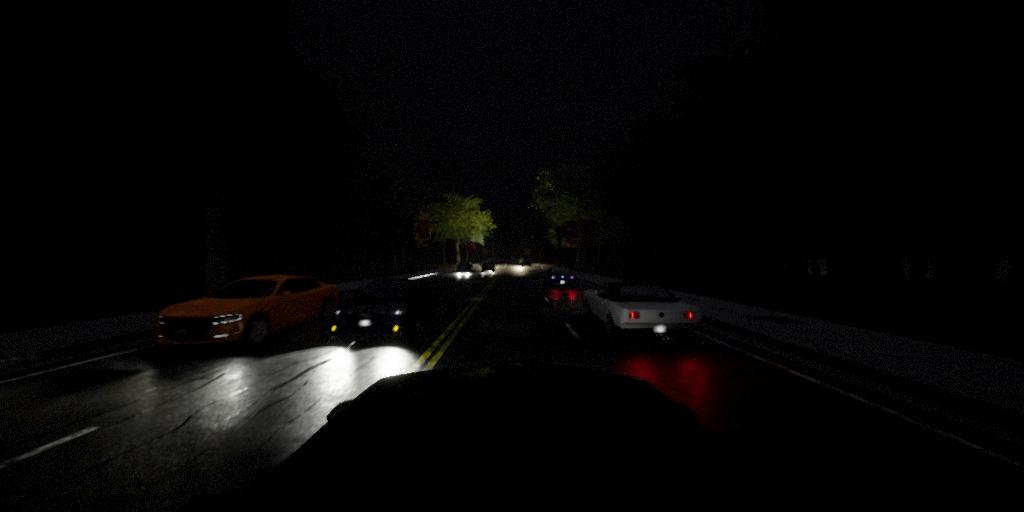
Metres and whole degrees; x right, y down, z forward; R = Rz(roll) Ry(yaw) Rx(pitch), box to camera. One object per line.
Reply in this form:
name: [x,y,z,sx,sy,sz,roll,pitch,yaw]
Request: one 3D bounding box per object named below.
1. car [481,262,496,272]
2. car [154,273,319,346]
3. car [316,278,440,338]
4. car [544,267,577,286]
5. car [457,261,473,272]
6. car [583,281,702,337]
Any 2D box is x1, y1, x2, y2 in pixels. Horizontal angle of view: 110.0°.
car: [-3.311,1.542,50.753,2.033,1.411,5.357,0,0,0]
car: [-6.599,1.252,9.662,1.882,1.535,5.008,0,0,0]
car: [-3.348,1.340,10.139,1.994,1.385,4.181,0,0,0]
car: [3.356,1.448,25.988,1.895,1.301,4.718,0,0,0]
car: [-6.562,1.483,50.502,2.128,1.511,4.902,0,0,0]
car: [3.352,1.377,10.332,1.895,1.301,4.718,0,0,0]
